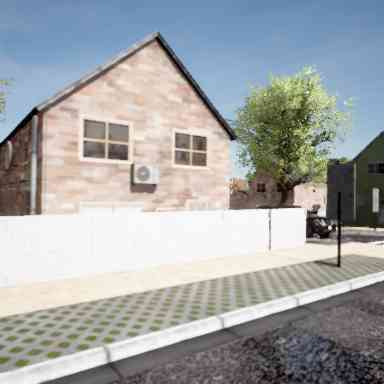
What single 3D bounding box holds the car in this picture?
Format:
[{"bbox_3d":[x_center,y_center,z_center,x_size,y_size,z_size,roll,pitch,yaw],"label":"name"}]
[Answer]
[{"bbox_3d":[6.538,1.877,21.852,2.150,2.045,5.566,1,-3,-35],"label":"car"}]
